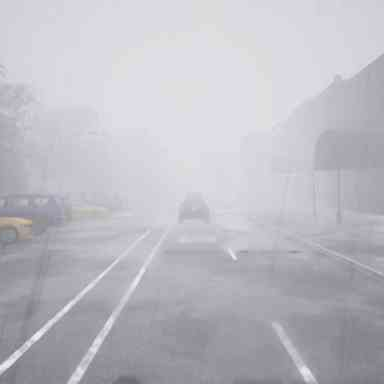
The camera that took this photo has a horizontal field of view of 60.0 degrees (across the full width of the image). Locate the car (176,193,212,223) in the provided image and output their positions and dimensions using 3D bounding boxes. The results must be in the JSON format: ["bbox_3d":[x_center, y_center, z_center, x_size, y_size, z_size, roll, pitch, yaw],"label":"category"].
[{"bbox_3d":[0.150,1.216,24.591,2.097,1.767,4.553,0,0,0],"label":"car"}]

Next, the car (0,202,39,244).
[{"bbox_3d":[-9.429,1.419,14.060,5.008,1.535,2.097,-1,0,-20],"label":"car"}]

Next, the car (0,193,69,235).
[{"bbox_3d":[-9.446,1.150,17.003,5.566,2.045,2.435,-1,1,-20],"label":"car"}]

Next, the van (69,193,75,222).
[{"bbox_3d":[-9.516,1.157,19.929,4.442,1.987,1.878,-1,1,-20],"label":"van"}]

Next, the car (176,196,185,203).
[{"bbox_3d":[-2.667,1.763,77.996,1.837,1.490,4.892,0,-1,3],"label":"car"}]

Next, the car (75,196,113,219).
[{"bbox_3d":[-9.229,1.332,25.973,5.366,1.575,1.946,-1,0,-20],"label":"car"}]

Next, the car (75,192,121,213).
[{"bbox_3d":[-9.365,1.063,28.869,5.566,2.045,2.435,-1,0,-20],"label":"car"}]

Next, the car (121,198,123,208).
[{"bbox_3d":[-9.405,1.041,31.797,5.566,2.045,2.435,-1,1,-20],"label":"car"}]
